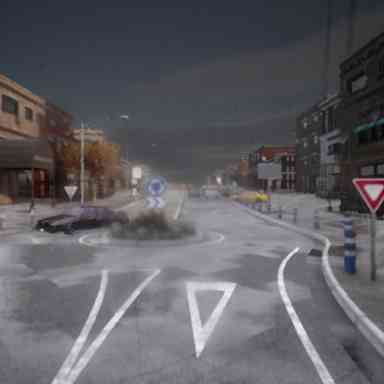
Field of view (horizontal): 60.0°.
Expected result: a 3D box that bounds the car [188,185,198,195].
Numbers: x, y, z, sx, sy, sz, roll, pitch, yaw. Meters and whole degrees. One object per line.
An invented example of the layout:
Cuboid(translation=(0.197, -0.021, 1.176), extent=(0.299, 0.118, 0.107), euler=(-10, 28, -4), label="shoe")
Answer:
Cuboid(translation=(0.176, -0.383, 70.305), extent=(2.150, 2.045, 5.566), euler=(0, 1, -1), label="car")

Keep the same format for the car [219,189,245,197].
Cuboid(translation=(7.875, 0.127, 66.433), extent=(4.892, 1.521, 2.231), euler=(0, 1, -1), label="car")

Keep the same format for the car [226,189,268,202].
Cuboid(translation=(7.940, 0.679, 47.147), extent=(5.366, 1.575, 1.946), euler=(0, 2, -1), label="car")

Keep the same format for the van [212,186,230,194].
Cuboid(translation=(7.495, -0.479, 85.716), extent=(4.442, 1.987, 1.878), euler=(0, 1, -1), label="van")

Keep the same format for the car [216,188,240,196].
Cuboid(translation=(7.801, -0.001, 71.943), extent=(5.008, 1.535, 2.097), euler=(0, 1, -1), label="car")

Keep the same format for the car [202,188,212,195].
Cuboid(translation=(3.176, -0.110, 70.321), extent=(1.837, 1.490, 4.892), euler=(0, 1, -1), label="car")

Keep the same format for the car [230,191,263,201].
Cuboid(translation=(8.092, 0.631, 49.907), extent=(4.674, 1.452, 2.002), euler=(0, 2, -1), label="car")

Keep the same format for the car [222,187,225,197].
Cuboid(translation=(7.984, 0.342, 58.168), extent=(5.008, 1.535, 2.097), euler=(0, 2, -1), label="car")

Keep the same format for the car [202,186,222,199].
Cuboid(translation=(3.373, 0.109, 57.381), extent=(2.150, 2.045, 5.566), euler=(0, 2, 0), label="car")

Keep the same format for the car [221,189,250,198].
Cuboid(translation=(7.937, 0.266, 60.923), extent=(5.008, 1.535, 2.097), euler=(0, 2, -1), label="car")

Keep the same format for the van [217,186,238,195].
Cuboid(translation=(7.876, -0.282, 74.574), extent=(4.442, 1.987, 1.878), euler=(0, 1, -1), label="van")

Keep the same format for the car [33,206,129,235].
Cuboid(translation=(-5.985, 1.500, 18.758), extent=(2.033, 1.411, 5.357), euler=(0, 0, 35), label="car")

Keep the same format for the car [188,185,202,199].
Cuboid(translation=(0.372, 0.214, 58.402), extent=(2.097, 1.767, 4.553), euler=(0, 2, 0), label="car")

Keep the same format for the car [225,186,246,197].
Cuboid(translation=(8.020, 0.379, 52.656), extent=(4.553, 1.767, 2.185), euler=(0, 2, -1), label="car")

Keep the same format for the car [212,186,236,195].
Cuboid(translation=(7.656, -0.415, 80.207), extent=(5.566, 2.045, 2.435), euler=(0, 1, -1), label="car")
